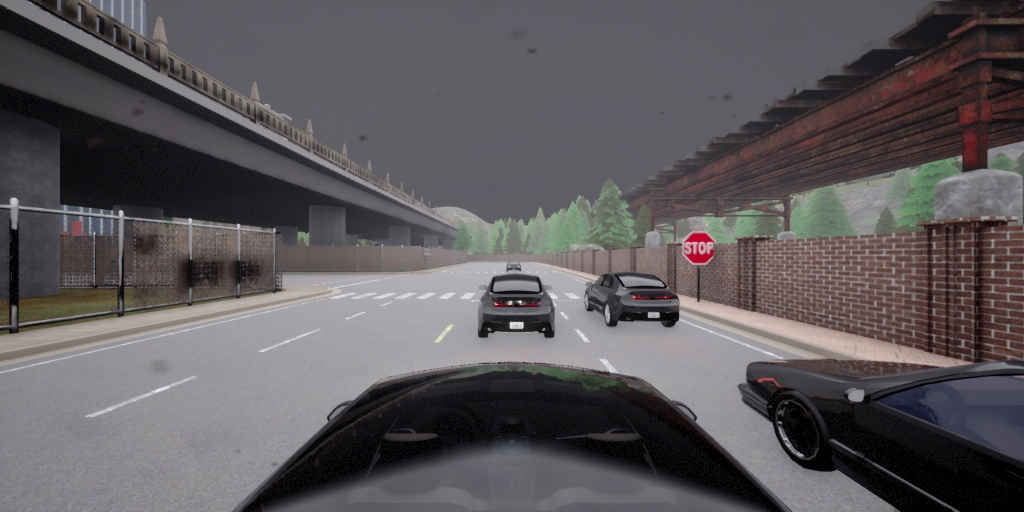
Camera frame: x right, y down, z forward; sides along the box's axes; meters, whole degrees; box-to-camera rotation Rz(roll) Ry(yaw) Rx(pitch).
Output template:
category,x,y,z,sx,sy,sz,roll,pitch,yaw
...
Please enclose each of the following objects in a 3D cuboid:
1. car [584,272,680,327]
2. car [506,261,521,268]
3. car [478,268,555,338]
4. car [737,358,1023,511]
category,x,y,z,sx,sy,sz,roll,pitch,yaw
car,3.608,1.255,11.522,1.837,1.490,4.892,0,0,0
car,0.218,1.350,46.376,1.895,1.301,4.718,0,0,-1
car,0.105,1.255,10.166,1.837,1.490,4.892,0,0,0
car,3.600,1.297,1.776,2.033,1.411,5.357,0,0,0
